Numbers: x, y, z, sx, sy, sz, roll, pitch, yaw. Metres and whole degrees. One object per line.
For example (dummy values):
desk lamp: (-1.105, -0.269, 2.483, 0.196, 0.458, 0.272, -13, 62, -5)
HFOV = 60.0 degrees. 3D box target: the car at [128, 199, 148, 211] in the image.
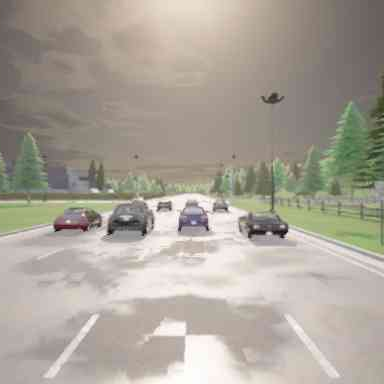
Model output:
car: (-6.995, 1.692, 43.393, 1.994, 1.385, 4.181, 0, 0, 0)

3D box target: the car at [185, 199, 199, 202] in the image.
car: (0.008, 1.655, 44.048, 1.812, 1.442, 4.674, 0, 0, 0)

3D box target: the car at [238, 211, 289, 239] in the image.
car: (3.596, 1.653, 17.708, 1.895, 1.301, 4.718, 0, 0, 0)

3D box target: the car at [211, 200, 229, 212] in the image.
car: (3.494, 1.670, 41.513, 2.033, 1.411, 5.357, 0, 0, 0)

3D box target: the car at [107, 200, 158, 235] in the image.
car: (-3.404, 1.410, 19.329, 2.097, 1.767, 4.553, 0, 0, 0)

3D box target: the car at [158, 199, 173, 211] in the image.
car: (-3.500, 1.620, 43.331, 2.128, 1.511, 4.902, 0, 0, 0)

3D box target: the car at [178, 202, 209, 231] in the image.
car: (0.097, 1.589, 21.184, 1.812, 1.442, 4.674, 0, 0, 0)

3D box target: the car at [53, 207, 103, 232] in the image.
car: (-6.904, 1.624, 20.582, 1.994, 1.385, 4.181, 0, 0, 0)
